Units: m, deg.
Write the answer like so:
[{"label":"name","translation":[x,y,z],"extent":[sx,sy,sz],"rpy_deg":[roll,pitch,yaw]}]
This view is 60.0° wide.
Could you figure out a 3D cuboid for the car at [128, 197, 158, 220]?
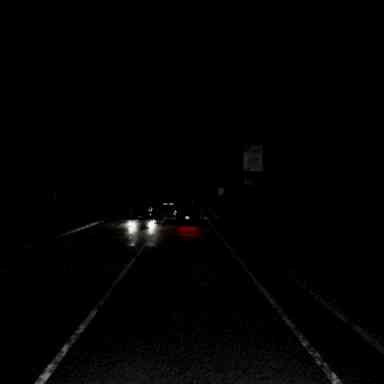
[{"label":"car","translation":[-4.136,1.359,28.375],"extent":[2.097,1.767,4.553],"rpy_deg":[0,0,-1]}]

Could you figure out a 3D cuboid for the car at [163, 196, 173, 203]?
[{"label":"car","translation":[-4.872,1.554,69.350],"extent":[2.033,1.411,5.357],"rpy_deg":[0,0,-1]}]

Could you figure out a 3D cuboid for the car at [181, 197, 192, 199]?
[{"label":"car","translation":[-0.714,1.361,41.992],"extent":[2.097,1.767,4.553],"rpy_deg":[0,0,-1]}]

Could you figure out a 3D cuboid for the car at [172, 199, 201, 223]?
[{"label":"car","translation":[-0.374,1.511,25.243],"extent":[1.837,1.490,4.892],"rpy_deg":[0,0,-1]}]
